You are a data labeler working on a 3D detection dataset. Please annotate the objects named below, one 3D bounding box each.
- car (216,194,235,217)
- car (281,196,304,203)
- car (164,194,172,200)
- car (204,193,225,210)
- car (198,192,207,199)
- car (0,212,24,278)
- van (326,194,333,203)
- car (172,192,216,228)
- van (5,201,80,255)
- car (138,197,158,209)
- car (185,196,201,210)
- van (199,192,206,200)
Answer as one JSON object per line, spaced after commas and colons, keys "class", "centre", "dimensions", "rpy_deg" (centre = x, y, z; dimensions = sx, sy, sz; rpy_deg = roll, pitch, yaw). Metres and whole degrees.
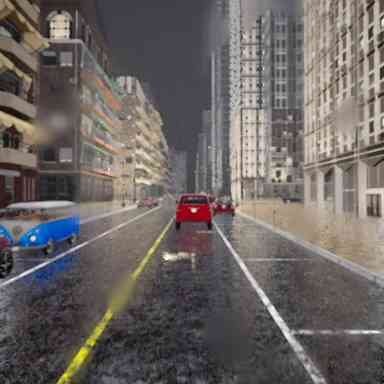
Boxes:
{"class": "car", "centre": [2.686, 1.282, 29.720], "dimensions": [1.967, 1.590, 4.097], "rpy_deg": [1, 0, 0]}
{"class": "car", "centre": [17.949, 1.307, 58.476], "dimensions": [4.403, 1.369, 2.008], "rpy_deg": [0, -1, 0]}
{"class": "car", "centre": [-5.640, 1.080, 79.323], "dimensions": [1.967, 1.590, 4.097], "rpy_deg": [1, 0, 0]}
{"class": "car", "centre": [2.693, 1.103, 41.118], "dimensions": [2.192, 1.841, 5.009], "rpy_deg": [1, 0, 0]}
{"class": "car", "centre": [2.746, 0.922, 90.362], "dimensions": [2.192, 1.841, 5.009], "rpy_deg": [1, 0, 0]}
{"class": "car", "centre": [-5.670, 1.400, 7.050], "dimensions": [1.967, 1.590, 4.097], "rpy_deg": [1, 0, 0]}
{"class": "van", "centre": [29.195, 1.291, 66.854], "dimensions": [3.998, 1.788, 1.690], "rpy_deg": [0, -1, 0]}
{"class": "car", "centre": [0.110, 1.107, 21.259], "dimensions": [2.150, 2.045, 5.566], "rpy_deg": [0, 0, 0]}
{"class": "van", "centre": [-5.666, 1.270, 12.748], "dimensions": [1.690, 1.788, 3.998], "rpy_deg": [1, 0, 0]}
{"class": "car", "centre": [-5.658, 1.369, 41.235], "dimensions": [1.802, 1.307, 4.206], "rpy_deg": [1, 0, 0]}
{"class": "car", "centre": [0.119, 1.296, 40.645], "dimensions": [1.837, 1.490, 4.892], "rpy_deg": [0, 1, 0]}
{"class": "van", "centre": [2.744, 0.964, 84.841], "dimensions": [1.690, 1.788, 3.998], "rpy_deg": [1, 0, 0]}
